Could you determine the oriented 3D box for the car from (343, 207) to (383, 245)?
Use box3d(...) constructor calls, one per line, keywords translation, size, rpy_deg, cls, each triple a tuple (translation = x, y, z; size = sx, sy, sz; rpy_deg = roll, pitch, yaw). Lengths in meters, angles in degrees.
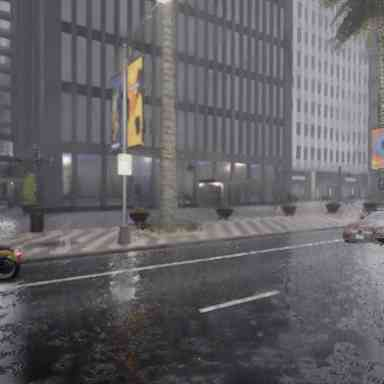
box3d(translation=(8.150, 1.399, 13.623), size=(4.674, 1.442, 1.812), rpy_deg=(0, 1, -34), cls="car")
